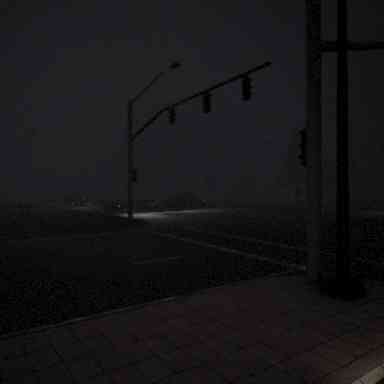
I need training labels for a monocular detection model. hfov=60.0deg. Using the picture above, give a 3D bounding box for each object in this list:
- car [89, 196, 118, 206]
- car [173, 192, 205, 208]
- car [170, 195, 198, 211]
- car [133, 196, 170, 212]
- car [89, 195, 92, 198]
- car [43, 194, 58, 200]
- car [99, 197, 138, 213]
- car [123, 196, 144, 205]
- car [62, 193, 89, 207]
[{"bbox_3d":[-13.113,1.479,49.033,1.895,1.301,4.718,0,0,-35],"label":"car"},{"bbox_3d":[-0.611,1.050,43.302,2.150,2.045,5.566,0,1,-35],"label":"car"},{"bbox_3d":[-2.006,1.402,39.174,2.033,1.411,5.357,0,0,-35],"label":"car"},{"bbox_3d":[-4.750,1.405,36.990,1.812,1.442,4.674,0,0,-35],"label":"car"},{"bbox_3d":[-20.521,1.362,65.977,2.128,1.511,4.902,0,0,-35],"label":"car"},{"bbox_3d":[-26.517,0.975,62.333,2.097,1.767,4.553,0,0,-35],"label":"car"},{"bbox_3d":[-7.932,1.505,35.435,1.895,1.301,4.718,0,0,-35],"label":"car"},{"bbox_3d":[-10.052,1.394,56.947,1.994,1.385,4.181,0,0,-34],"label":"car"},{"bbox_3d":[-17.612,1.122,49.354,2.150,2.045,5.566,-1,1,-37],"label":"car"}]
